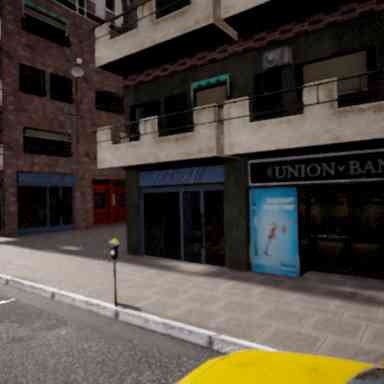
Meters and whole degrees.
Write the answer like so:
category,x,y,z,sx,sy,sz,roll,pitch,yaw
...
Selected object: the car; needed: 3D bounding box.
category,x,y,z,sx,sy,sz,roll,pitch,yaw
car,1.821,1.518,1.593,4.829,1.417,1.752,-1,-1,36
